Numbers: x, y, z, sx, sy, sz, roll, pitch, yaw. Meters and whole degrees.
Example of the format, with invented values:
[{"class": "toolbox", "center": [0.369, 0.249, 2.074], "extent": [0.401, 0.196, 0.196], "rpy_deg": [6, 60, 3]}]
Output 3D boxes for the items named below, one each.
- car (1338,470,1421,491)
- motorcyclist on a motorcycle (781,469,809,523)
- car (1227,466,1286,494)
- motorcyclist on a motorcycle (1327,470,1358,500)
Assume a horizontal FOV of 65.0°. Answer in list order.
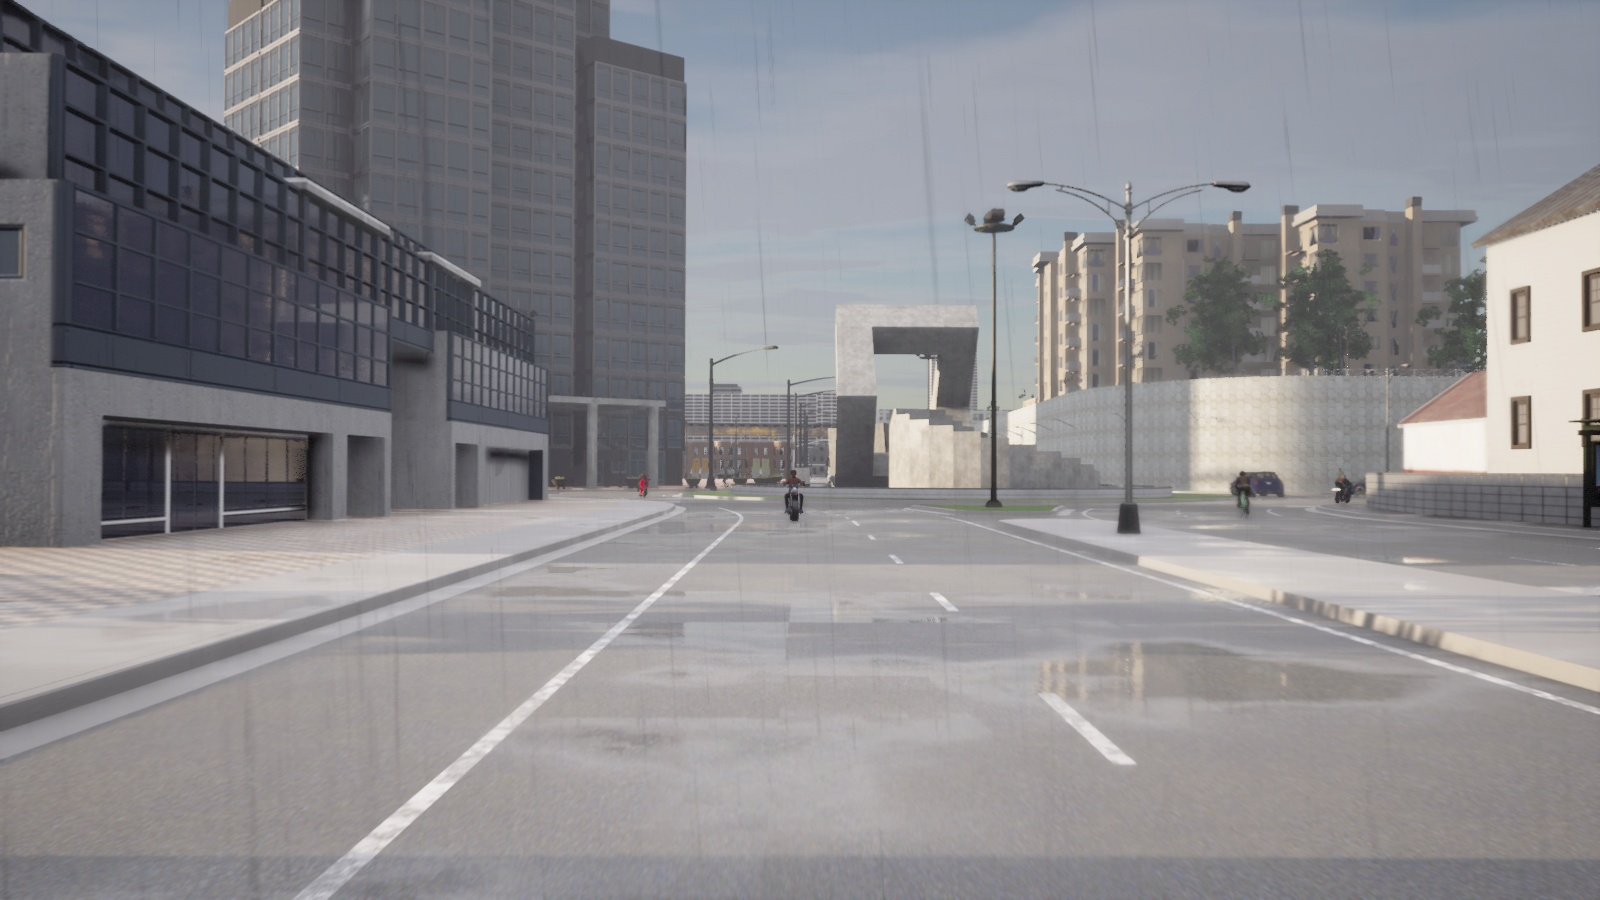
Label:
[{"class": "car", "center": [40.359, 2.125, 87.593], "extent": [4.792, 1.488, 2.163], "rpy_deg": [0, -1, 3]}, {"class": "motorcyclist on a motorcycle", "center": [-0.175, 1.429, 39.479], "extent": [0.766, 1.649, 2.350], "rpy_deg": [0, -1, -3]}, {"class": "car", "center": [29.408, 1.918, 81.060], "extent": [2.097, 1.767, 4.553], "rpy_deg": [0, -1, -1]}, {"class": "motorcyclist on a motorcycle", "center": [28.270, 1.835, 65.368], "extent": [0.866, 1.530, 2.191], "rpy_deg": [-2, -2, 40]}]
